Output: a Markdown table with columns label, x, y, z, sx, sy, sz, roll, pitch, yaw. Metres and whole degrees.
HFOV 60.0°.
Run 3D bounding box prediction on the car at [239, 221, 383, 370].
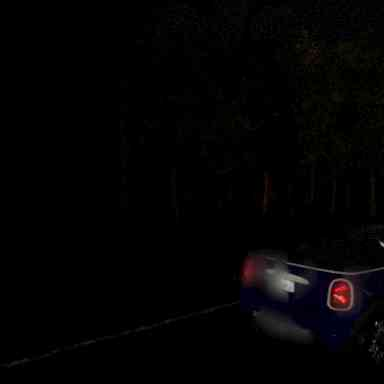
| label | x | y | z | sx | sy | sz | roll | pitch | yaw |
| --- | --- | --- | --- | --- | --- | --- | --- | --- | --- |
| car | 3.041 | 1.313 | 5.911 | 4.553 | 1.767 | 2.097 | 0 | 0 | -36 |
